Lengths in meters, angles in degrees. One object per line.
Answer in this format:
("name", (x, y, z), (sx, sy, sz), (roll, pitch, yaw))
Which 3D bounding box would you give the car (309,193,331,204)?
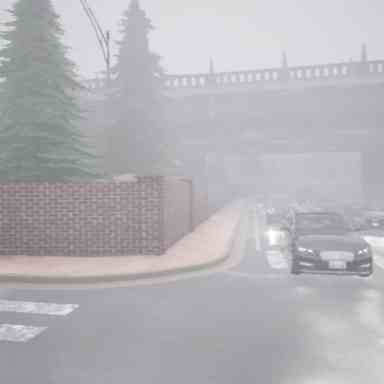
("car", (10.088, 1.030, 25.800), (2.033, 1.411, 5.357), (-1, 1, 10))

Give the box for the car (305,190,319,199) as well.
("car", (20.473, 0.393, 56.747), (1.994, 1.385, 4.181), (0, 1, 24))

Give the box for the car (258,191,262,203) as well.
("car", (7.891, 0.936, 33.197), (2.033, 1.411, 5.357), (-1, 1, 11))

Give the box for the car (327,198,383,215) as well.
("car", (8.462, 1.220, 16.711), (1.994, 1.385, 4.181), (-1, 1, 10))

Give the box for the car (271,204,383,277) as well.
("car", (3.641, 1.316, 9.746), (2.128, 1.511, 4.902), (-1, 1, 10))

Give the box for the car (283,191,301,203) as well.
("car", (13.798, 0.622, 46.045), (1.812, 1.442, 4.674), (-1, 1, 11))

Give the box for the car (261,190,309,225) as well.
("car", (5.563, 0.984, 20.427), (2.097, 1.767, 4.553), (-1, 1, 10))

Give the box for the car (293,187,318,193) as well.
("car", (11.926, 0.512, 35.869), (2.150, 2.045, 5.566), (-1, 1, 11))
